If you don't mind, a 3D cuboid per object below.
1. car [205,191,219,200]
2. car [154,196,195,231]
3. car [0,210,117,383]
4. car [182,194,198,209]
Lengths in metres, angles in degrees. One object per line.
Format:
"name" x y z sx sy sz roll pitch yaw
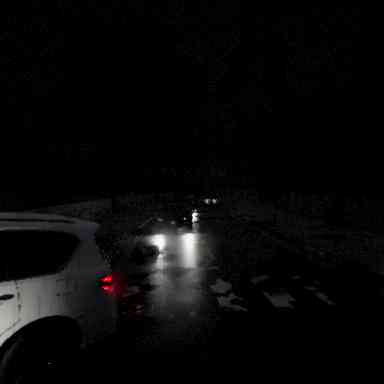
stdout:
"car" 3.445 0.564 56.862 1.994 1.385 4.181 -2 0 14
"car" -0.969 1.263 18.945 1.837 1.490 4.892 -3 1 -1
"car" -3.435 1.208 3.360 2.150 2.045 5.566 4 -1 44
"car" -0.389 0.944 34.683 1.812 1.442 4.674 -2 1 6
